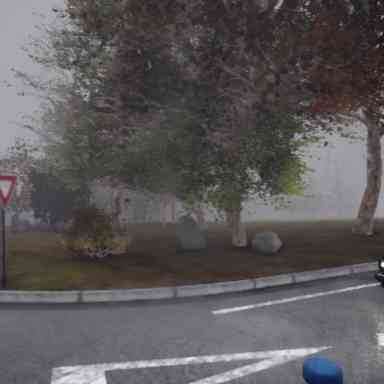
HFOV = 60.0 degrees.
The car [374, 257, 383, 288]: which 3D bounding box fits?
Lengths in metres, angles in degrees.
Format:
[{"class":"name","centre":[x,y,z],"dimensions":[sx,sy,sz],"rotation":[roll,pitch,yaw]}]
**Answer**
[{"class":"car","centre":[6.130,1.559,6.936],"dimensions":[4.718,1.301,1.895],"rotation":[0,1,-24]}]
